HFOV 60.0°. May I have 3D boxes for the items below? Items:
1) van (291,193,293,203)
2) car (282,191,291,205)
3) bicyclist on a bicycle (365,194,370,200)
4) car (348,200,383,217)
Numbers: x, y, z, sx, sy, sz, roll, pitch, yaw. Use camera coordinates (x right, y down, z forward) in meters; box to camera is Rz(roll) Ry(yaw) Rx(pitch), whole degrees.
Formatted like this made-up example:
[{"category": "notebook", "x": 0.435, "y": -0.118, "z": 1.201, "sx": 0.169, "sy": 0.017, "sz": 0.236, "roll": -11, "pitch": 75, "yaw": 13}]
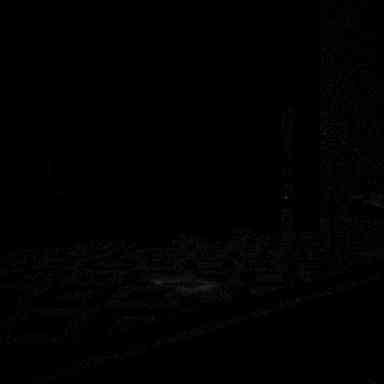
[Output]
[{"category": "van", "x": 12.254, "y": 0.931, "z": 46.565, "sx": 1.690, "sy": 1.788, "sz": 3.998, "roll": 1, "pitch": 0, "yaw": -35}, {"category": "car", "x": 10.127, "y": 0.811, "z": 45.101, "sx": 2.150, "sy": 2.045, "sz": 5.566, "roll": 0, "pitch": 1, "yaw": -35}, {"category": "bicyclist on a bicycle", "x": 20.841, "y": 1.031, "z": 39.619, "sx": 1.656, "sy": 1.620, "sz": 0.582, "roll": 0, "pitch": 1, "yaw": -36}, {"category": "car", "x": 14.816, "y": 1.367, "z": 28.290, "sx": 2.008, "sy": 1.369, "sz": 4.403, "roll": 1, "pitch": 0, "yaw": -35}]
